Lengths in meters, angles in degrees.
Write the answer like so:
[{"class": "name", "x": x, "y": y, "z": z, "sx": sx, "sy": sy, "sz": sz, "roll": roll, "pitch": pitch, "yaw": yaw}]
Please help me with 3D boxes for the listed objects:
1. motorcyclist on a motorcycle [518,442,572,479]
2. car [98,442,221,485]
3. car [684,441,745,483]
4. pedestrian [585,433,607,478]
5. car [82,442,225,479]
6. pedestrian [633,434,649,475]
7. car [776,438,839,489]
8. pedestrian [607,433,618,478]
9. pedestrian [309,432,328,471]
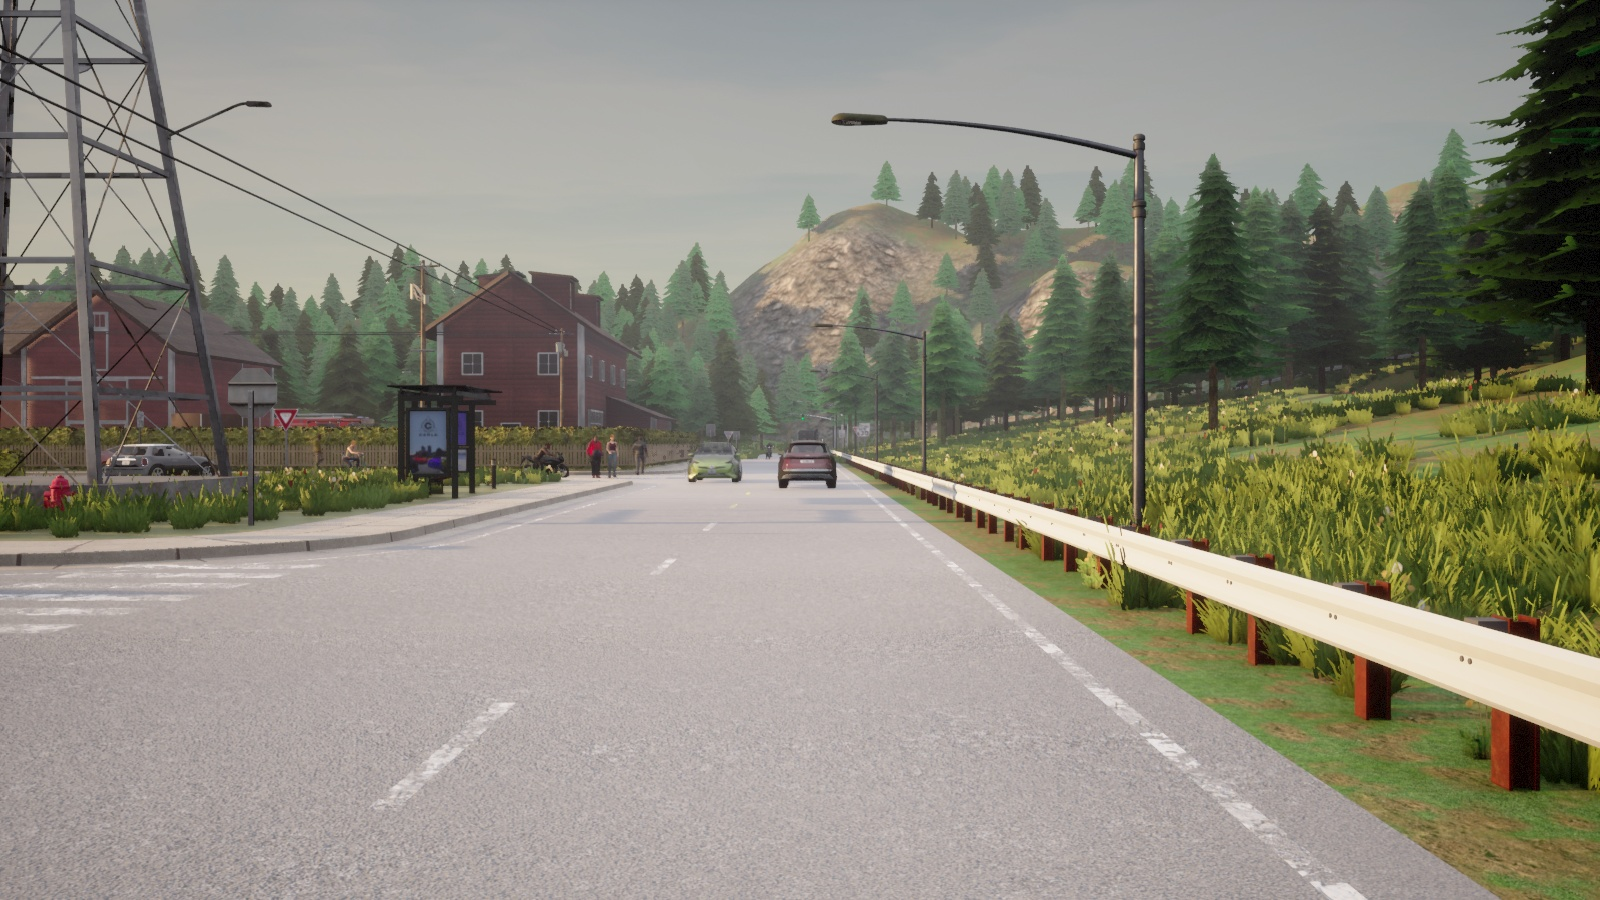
[{"class": "motorcyclist on a motorcycle", "x": -10.493, "y": 0.428, "z": 51.699, "sx": 2.044, "sy": 1.523, "sz": 0.797, "roll": 0, "pitch": 0, "yaw": 1}, {"class": "car", "x": -22.544, "y": 0.443, "z": 44.354, "sx": 1.970, "sy": 1.475, "sz": 3.806, "roll": 0, "pitch": 0, "yaw": 11}, {"class": "car", "x": -3.222, "y": 0.419, "z": 48.184, "sx": 2.007, "sy": 1.525, "sz": 4.514, "roll": 0, "pitch": 0, "yaw": 0}, {"class": "pedestrian", "x": -8.566, "y": 0.227, "z": 52.705, "sx": 0.634, "sy": 1.844, "sz": 0.899, "roll": 0, "pitch": 0, "yaw": -28}, {"class": "car", "x": -26.544, "y": 0.433, "z": 51.668, "sx": 4.792, "sy": 1.488, "sz": 2.163, "roll": 0, "pitch": 0, "yaw": 0}, {"class": "pedestrian", "x": -7.334, "y": 0.199, "z": 57.823, "sx": 0.563, "sy": 1.883, "sz": 0.849, "roll": 0, "pitch": 0, "yaw": 5}, {"class": "car", "x": 0.248, "y": 0.435, "z": 42.734, "sx": 2.033, "sy": 1.649, "sz": 4.856, "roll": 0, "pitch": 0, "yaw": 0}, {"class": "pedestrian", "x": -7.853, "y": 0.228, "z": 52.634, "sx": 0.345, "sy": 1.836, "sz": 0.594, "roll": 0, "pitch": 0, "yaw": -19}, {"class": "pedestrian", "x": -22.697, "y": 0.049, "z": 59.173, "sx": 0.726, "sy": 1.835, "sz": 0.370, "roll": 0, "pitch": 0, "yaw": 0}]
